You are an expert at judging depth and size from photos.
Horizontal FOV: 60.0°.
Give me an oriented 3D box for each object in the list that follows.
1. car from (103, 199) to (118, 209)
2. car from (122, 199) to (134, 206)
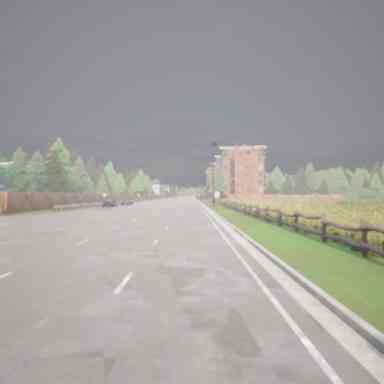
[{"bbox_3d":[-14.006,2.064,57.322,1.837,1.490,4.892,0,-1,0],"label":"car"},{"bbox_3d":[-14.008,2.260,72.611,1.994,1.385,4.181,0,-1,0],"label":"car"}]
